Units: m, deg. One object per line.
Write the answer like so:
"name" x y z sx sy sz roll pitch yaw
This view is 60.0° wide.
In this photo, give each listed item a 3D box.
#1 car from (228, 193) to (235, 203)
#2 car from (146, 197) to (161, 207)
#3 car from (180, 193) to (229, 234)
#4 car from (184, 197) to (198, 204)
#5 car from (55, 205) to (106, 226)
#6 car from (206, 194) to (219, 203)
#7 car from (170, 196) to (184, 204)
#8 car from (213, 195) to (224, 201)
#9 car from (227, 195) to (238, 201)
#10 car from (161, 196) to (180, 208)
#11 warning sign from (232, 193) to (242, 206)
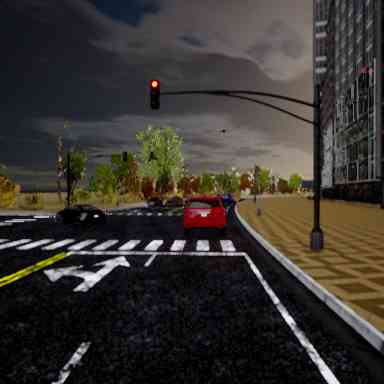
"car" 7.493 1.257 70.203 2.150 2.045 5.566 0 0 12
"car" -5.701 1.543 51.937 1.812 1.442 4.674 0 0 9
"car" 0.796 1.229 19.237 2.150 2.045 5.566 0 0 4
"car" -0.204 1.629 64.846 1.895 1.301 4.718 0 0 11
"car" -7.838 1.569 23.311 4.181 1.385 1.994 0 0 43
"car" 4.373 1.385 71.157 2.097 1.767 4.553 0 0 12
"car" -3.043 1.553 67.233 1.812 1.442 4.674 0 0 11
"car" 6.524 1.418 80.887 1.812 1.442 4.674 0 0 14
"car" 9.787 1.440 80.558 2.128 1.511 4.902 0 0 14
"car" -2.757 1.582 49.660 1.994 1.385 4.181 0 0 8
"warning sign" 6.589 1.138 48.610 1.300 1.860 1.060 0 0 8
